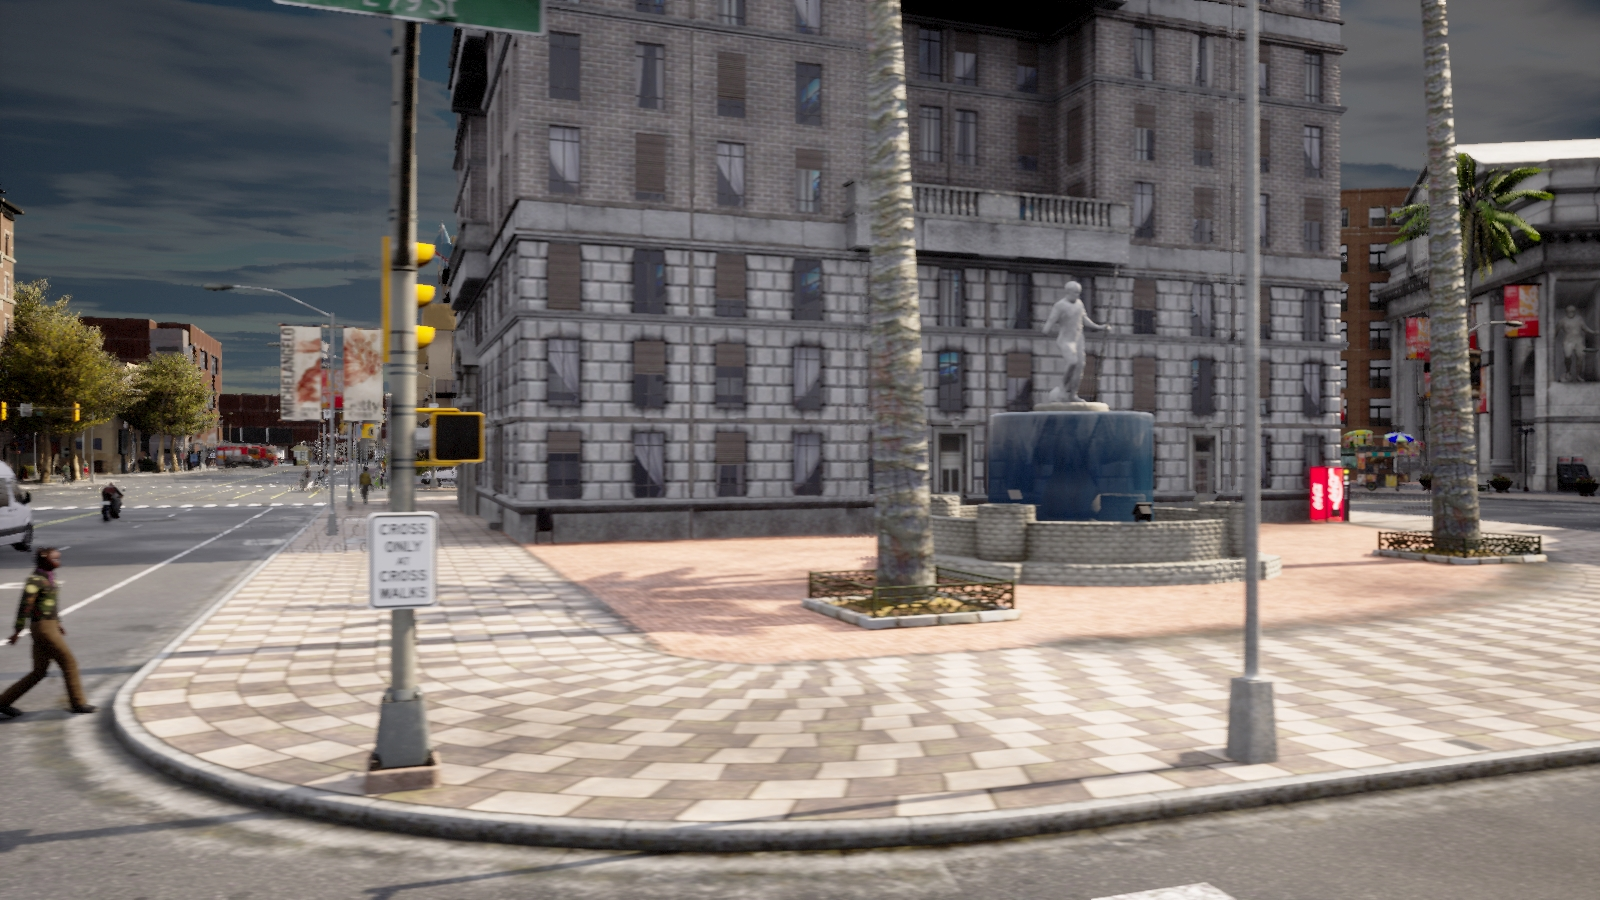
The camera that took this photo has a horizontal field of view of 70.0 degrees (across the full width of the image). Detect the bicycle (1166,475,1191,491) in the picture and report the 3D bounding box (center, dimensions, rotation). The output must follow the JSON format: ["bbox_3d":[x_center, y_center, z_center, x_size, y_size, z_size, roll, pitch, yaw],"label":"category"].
[{"bbox_3d":[25.804,2.259,77.952,0.859,1.080,1.487,0,0,-19],"label":"bicycle"}]

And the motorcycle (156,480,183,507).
[{"bbox_3d":[-32.329,2.207,58.592,0.867,1.251,2.209,0,1,-20],"label":"motorcycle"}]

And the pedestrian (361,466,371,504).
[{"bbox_3d":[-21.094,1.698,55.509,0.375,1.860,0.375,0,0,-32],"label":"pedestrian"}]

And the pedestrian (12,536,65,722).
[{"bbox_3d":[-7.940,1.849,11.921,0.375,1.860,0.375,0,0,-18],"label":"pedestrian"}]

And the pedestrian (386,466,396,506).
[{"bbox_3d":[-19.425,1.697,54.209,0.375,1.860,0.375,0,0,-31],"label":"pedestrian"}]

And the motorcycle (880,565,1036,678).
[{"bbox_3d":[2.037,2.182,14.780,1.805,1.236,0.856,0,0,-21],"label":"motorcycle"}]

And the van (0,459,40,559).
[{"bbox_3d":[-21.892,1.535,29.896,1.988,2.561,5.915,0,0,-20],"label":"van"}]
